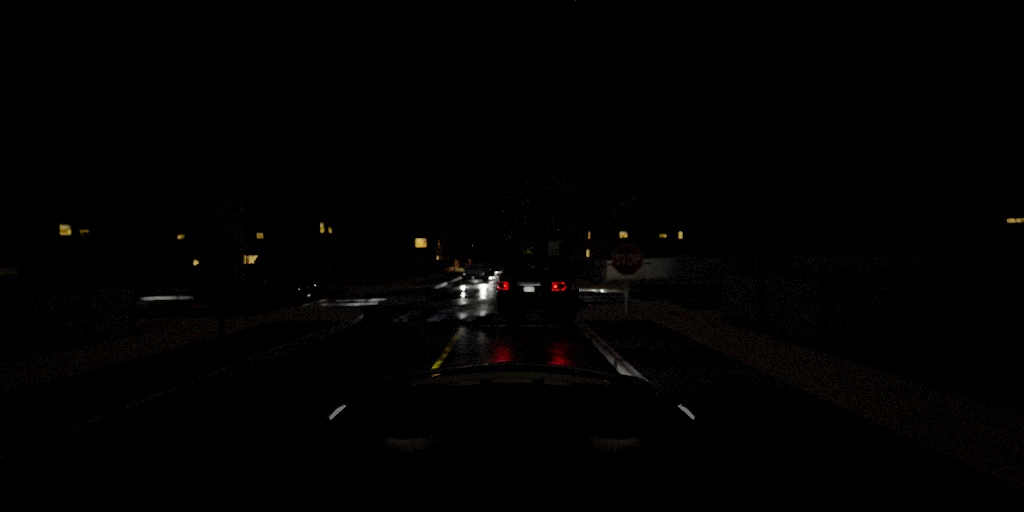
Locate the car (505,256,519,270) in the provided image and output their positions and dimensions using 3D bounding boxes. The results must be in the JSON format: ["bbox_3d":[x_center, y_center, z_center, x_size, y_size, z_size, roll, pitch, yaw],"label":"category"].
[{"bbox_3d":[-0.012,1.108,57.537,2.150,2.045,5.566,0,0,0],"label":"car"}]

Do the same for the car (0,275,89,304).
[{"bbox_3d":[-22.106,1.612,16.398,4.892,1.490,1.837,-1,2,-1],"label":"car"}]

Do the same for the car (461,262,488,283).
[{"bbox_3d":[-2.856,1.318,28.632,1.812,1.442,4.674,0,0,0],"label":"car"}]

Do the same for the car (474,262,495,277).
[{"bbox_3d":[-2.849,1.343,37.802,1.812,1.442,4.674,0,0,0],"label":"car"}]

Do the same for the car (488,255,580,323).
[{"bbox_3d":[1.068,0.986,12.380,2.150,2.045,5.566,0,0,13],"label":"car"}]

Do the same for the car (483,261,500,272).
[{"bbox_3d":[-2.838,1.420,50.295,1.994,1.385,4.181,0,0,1],"label":"car"}]

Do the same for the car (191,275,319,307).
[{"bbox_3d":[-11.662,1.555,16.593,4.718,1.301,1.895,-1,2,-3],"label":"car"}]
